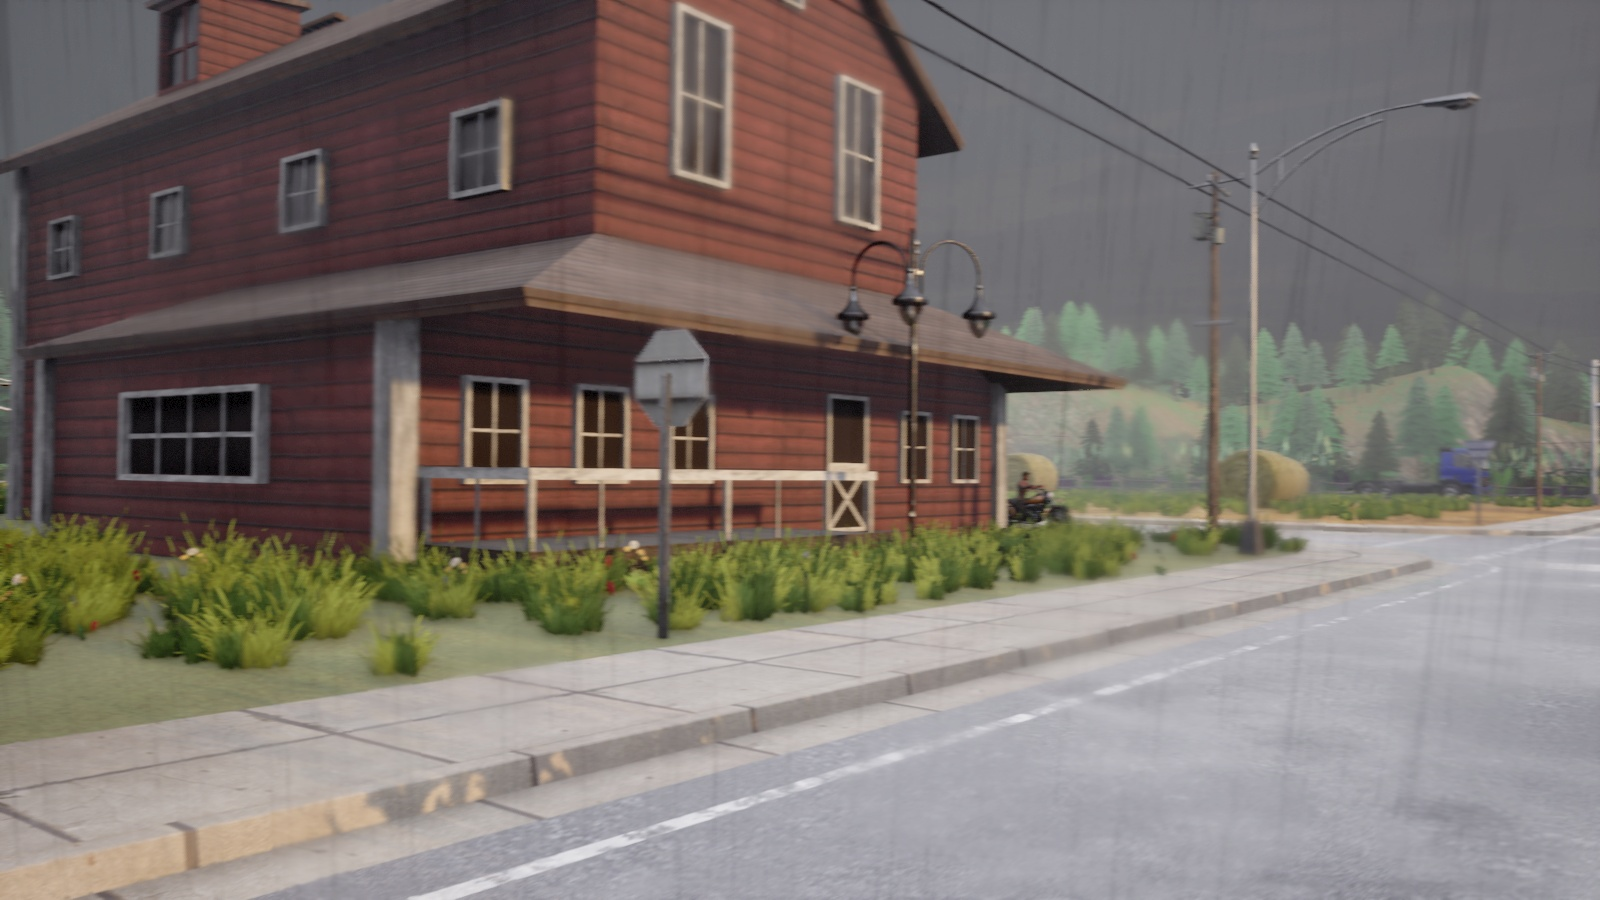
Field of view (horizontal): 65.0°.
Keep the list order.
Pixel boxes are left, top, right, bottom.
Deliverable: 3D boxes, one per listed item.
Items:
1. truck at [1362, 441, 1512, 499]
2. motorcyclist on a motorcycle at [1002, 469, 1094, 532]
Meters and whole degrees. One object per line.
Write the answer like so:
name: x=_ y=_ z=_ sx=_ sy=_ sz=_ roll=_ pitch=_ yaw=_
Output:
truck: x=40.179 y=1.252 z=79.400 sx=7.936 sy=3.462 sz=2.891 roll=-1 pitch=-1 yaw=42
motorcyclist on a motorcycle: x=6.677 y=1.330 z=33.858 sx=2.350 sy=1.649 sz=0.766 roll=0 pitch=-1 yaw=38
